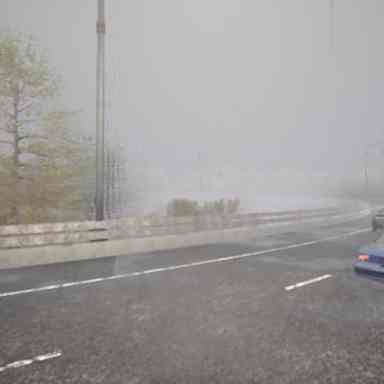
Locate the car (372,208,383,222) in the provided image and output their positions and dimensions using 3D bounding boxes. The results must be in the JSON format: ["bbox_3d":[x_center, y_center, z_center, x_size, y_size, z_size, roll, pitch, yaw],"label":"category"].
[{"bbox_3d":[12.364,1.676,20.099,2.128,1.511,4.902,0,0,43],"label":"car"}]

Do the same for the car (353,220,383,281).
[{"bbox_3d":[6.349,1.635,9.150,5.357,1.411,2.033,1,0,-42],"label":"car"}]
